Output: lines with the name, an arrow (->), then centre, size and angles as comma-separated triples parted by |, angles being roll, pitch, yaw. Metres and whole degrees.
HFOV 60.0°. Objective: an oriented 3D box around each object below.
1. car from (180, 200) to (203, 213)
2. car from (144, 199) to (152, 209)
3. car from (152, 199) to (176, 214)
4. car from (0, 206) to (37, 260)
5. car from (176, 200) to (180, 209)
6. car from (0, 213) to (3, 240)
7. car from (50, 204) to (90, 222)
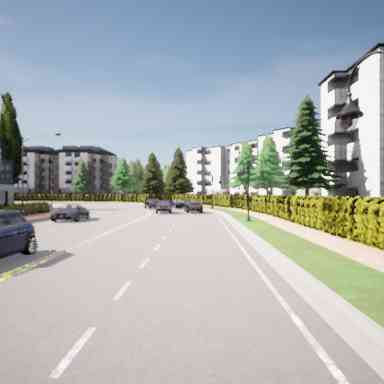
car -> 0.126, 1.656, 38.635 | 2.128, 1.511, 4.902 | 0, 0, -6
car -> -5.694, 1.697, 48.407 | 2.128, 1.511, 4.902 | 0, 0, -21
car -> -3.281, 1.709, 38.057 | 2.033, 1.411, 5.357 | 0, 0, -6
car -> -6.879, 1.397, 10.510 | 2.097, 1.767, 4.553 | 0, 0, 2
car -> -2.041, 1.808, 48.676 | 1.895, 1.301, 4.718 | 0, 0, -19
car -> -10.302, 1.660, 14.036 | 1.895, 1.301, 4.718 | 0, 0, 1
car -> -9.872, 1.679, 27.211 | 1.994, 1.385, 4.181 | 0, 0, 2
